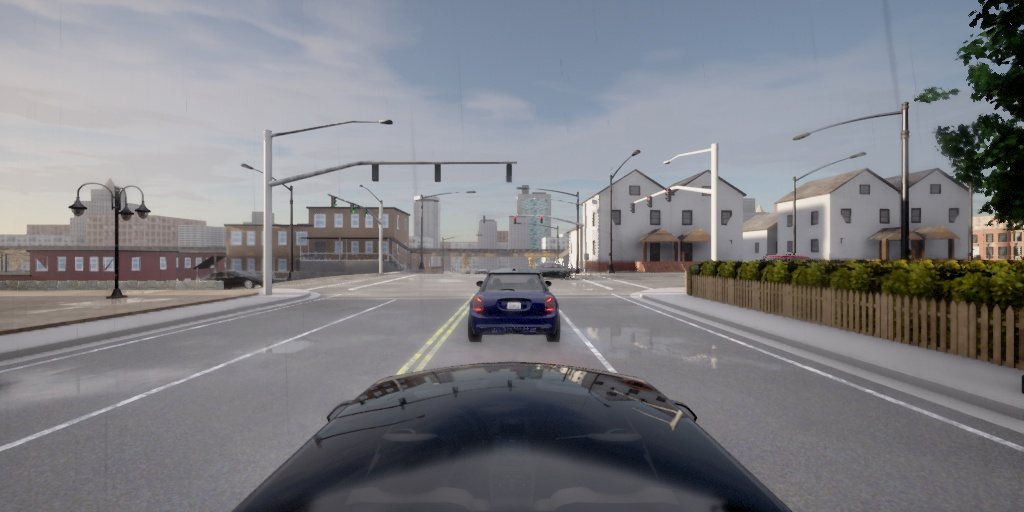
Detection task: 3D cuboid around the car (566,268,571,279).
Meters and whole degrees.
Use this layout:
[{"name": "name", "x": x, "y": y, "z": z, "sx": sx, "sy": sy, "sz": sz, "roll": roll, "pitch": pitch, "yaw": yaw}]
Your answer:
[{"name": "car", "x": 2.968, "y": 1.299, "z": 30.830, "sx": 4.181, "sy": 1.385, "sz": 1.994, "roll": 0, "pitch": 0, "yaw": -1}]

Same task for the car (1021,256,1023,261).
[{"name": "car", "x": 42.784, "y": 0.971, "z": 27.774, "sx": 5.566, "sy": 2.045, "sz": 2.150, "roll": 0, "pitch": 0, "yaw": -1}]

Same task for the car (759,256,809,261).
[{"name": "car", "x": 22.917, "y": 0.973, "z": 31.151, "sx": 5.566, "sy": 2.045, "sz": 2.150, "roll": 0, "pitch": 0, "yaw": -1}]

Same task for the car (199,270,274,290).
[{"name": "car", "x": -20.509, "y": 1.789, "z": 26.749, "sx": 4.892, "sy": 1.490, "sz": 1.837, "roll": -5, "pitch": 0, "yaw": -1}]

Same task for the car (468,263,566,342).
[{"name": "car", "x": 0.055, "y": 1.102, "z": 9.942, "sx": 2.097, "sy": 1.767, "sz": 4.553, "roll": 0, "pitch": 0, "yaw": 0}]
